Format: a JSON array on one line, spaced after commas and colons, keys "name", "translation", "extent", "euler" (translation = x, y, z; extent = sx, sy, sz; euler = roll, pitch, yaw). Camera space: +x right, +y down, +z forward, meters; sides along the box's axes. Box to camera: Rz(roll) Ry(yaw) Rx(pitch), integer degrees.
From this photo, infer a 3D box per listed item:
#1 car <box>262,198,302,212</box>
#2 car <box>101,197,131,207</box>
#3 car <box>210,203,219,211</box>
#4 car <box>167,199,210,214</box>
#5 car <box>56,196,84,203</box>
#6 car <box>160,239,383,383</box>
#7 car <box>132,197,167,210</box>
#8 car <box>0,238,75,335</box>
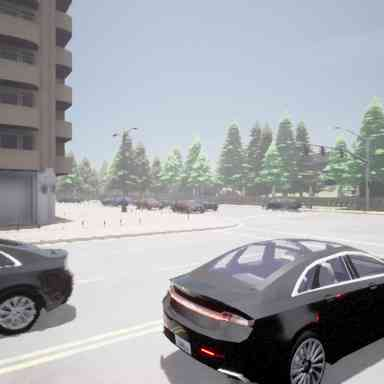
[{"name": "car", "translation": [10.255, 1.436, 38.370], "extent": [2.128, 1.511, 4.902], "euler": [0, 0, -35]}, {"name": "car", "translation": [-11.622, 1.545, 49.956], "extent": [1.895, 1.301, 4.718], "euler": [0, 0, -45]}, {"name": "car", "translation": [1.063, 1.545, 38.971], "extent": [1.895, 1.301, 4.718], "euler": [0, 0, -35]}, {"name": "car", "translation": [-0.405, 1.508, 34.929], "extent": [1.994, 1.385, 4.181], "euler": [0, 0, -35]}, {"name": "car", "translation": [-24.014, 1.492, 65.598], "extent": [5.357, 1.411, 2.033], "euler": [0, 0, 15]}, {"name": "car", "translation": [1.880, 1.492, 5.129], "extent": [4.902, 1.511, 2.128], "euler": [0, 0, -35]}, {"name": "car", "translation": [-5.444, 1.470, 42.091], "extent": [1.812, 1.442, 4.674], "euler": [0, 0, -36]}, {"name": "car", "translation": [-4.395, 1.504, 5.148], "extent": [4.892, 1.490, 1.837], "euler": [0, 0, -35]}]
